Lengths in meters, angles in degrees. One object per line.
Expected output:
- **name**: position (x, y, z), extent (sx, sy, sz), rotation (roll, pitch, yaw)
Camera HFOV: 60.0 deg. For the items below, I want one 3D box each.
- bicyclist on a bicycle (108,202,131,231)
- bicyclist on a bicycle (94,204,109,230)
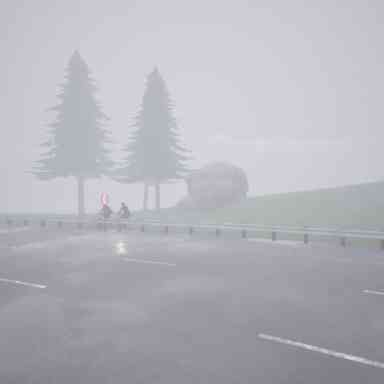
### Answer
- **bicyclist on a bicycle**: position (-3.946, 1.436, 19.305), extent (0.582, 1.620, 1.656), rotation (1, -5, 23)
- **bicyclist on a bicycle**: position (-5.127, 1.423, 19.696), extent (0.582, 1.620, 1.656), rotation (0, -3, 36)
